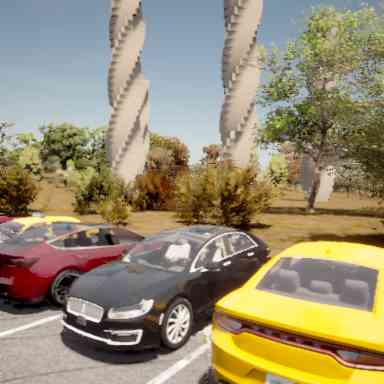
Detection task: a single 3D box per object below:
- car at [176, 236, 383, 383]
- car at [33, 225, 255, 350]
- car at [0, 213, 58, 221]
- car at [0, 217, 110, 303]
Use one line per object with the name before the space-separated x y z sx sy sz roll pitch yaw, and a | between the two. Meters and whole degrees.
car | 2.171 1.473 4.817 2.097 1.535 5.008 1 0 36
car | -0.063 1.451 6.425 2.231 1.521 4.892 1 0 36
car | -4.661 1.394 9.469 1.946 1.575 5.366 1 0 35
car | -2.289 1.456 8.041 2.163 1.488 4.792 1 0 36
